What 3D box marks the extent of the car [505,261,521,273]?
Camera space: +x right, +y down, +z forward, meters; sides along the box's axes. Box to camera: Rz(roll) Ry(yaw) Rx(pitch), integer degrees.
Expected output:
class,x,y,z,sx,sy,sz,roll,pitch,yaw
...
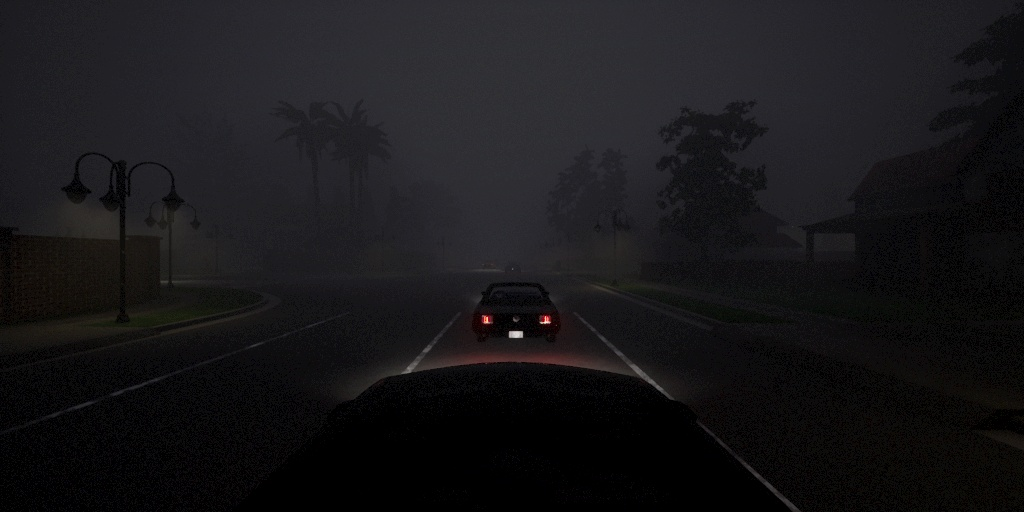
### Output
class,x,y,z,sx,sy,sz,roll,pitch,yaw
car,0.090,1.271,43.722,1.812,1.442,4.674,0,0,0

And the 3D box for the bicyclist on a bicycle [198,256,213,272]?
class,x,y,z,sx,sy,sz,roll,pitch,yaw
bicyclist on a bicycle,-30.590,0.831,35.794,0.582,1.620,1.656,0,0,0

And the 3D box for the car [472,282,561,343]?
class,x,y,z,sx,sy,sz,roll,pitch,yaw
car,0.093,1.350,9.691,1.895,1.301,4.718,0,0,0

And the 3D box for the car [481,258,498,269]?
class,x,y,z,sx,sy,sz,roll,pitch,yaw
car,-3.576,1.222,54.761,1.882,1.535,5.008,0,0,0
